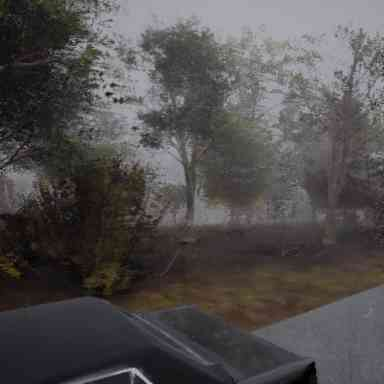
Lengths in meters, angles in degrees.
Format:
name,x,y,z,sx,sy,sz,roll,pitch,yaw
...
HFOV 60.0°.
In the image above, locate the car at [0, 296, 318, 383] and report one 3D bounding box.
name,x,y,z,sx,sy,sz,roll,pitch,yaw
car,-1.343,1.606,2.165,4.718,1.301,1.895,0,0,-35
